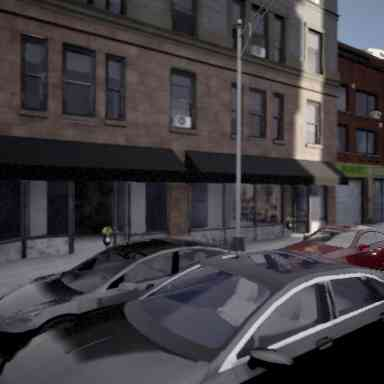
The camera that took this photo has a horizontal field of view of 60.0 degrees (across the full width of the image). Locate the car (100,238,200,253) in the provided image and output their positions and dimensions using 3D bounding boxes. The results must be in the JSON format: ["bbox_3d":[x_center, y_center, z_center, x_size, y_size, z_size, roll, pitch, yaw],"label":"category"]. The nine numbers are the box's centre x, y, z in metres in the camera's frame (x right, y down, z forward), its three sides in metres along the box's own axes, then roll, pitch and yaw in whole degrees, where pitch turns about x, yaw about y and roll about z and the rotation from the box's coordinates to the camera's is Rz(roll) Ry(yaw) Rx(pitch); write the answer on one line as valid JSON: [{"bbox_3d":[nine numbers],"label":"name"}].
[{"bbox_3d":[-0.815,1.513,5.548,4.313,1.339,1.947,0,1,-33],"label":"car"}]

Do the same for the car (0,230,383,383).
[{"bbox_3d":[0.637,1.464,3.465,4.902,1.511,2.128,0,1,-33],"label":"car"}]

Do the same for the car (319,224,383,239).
[{"bbox_3d":[3.953,1.531,8.639,4.206,1.307,1.802,0,1,-33],"label":"car"}]
